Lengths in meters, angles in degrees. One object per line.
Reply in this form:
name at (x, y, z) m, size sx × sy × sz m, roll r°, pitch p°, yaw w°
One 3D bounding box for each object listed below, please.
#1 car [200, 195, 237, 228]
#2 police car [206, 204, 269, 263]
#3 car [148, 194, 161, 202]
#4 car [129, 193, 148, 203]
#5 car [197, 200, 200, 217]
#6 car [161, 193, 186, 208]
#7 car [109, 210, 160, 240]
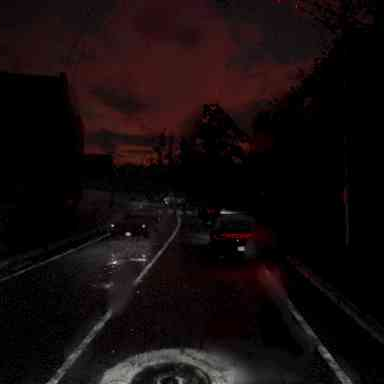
car at (1.905, 1.282, 22.512) m, size 2.150 × 2.045 × 5.566 m, roll 0°, pitch 0°, yaw 0°
police car at (1.593, 1.479, 12.444) m, size 1.930 × 1.638 × 5.238 m, roll 0°, pitch 0°, yaw 3°
car at (-6.637, 1.109, 59.922) m, size 2.033 × 1.411 × 5.357 m, roll 1°, pitch 1°, yaw -23°
car at (-9.843, 0.989, 58.296) m, size 2.128 × 1.511 × 4.902 m, roll 1°, pitch 1°, yaw -22°
car at (1.738, 1.267, 28.676) m, size 2.150 × 2.045 × 5.566 m, roll 0°, pitch 0°, yaw -3°
car at (-2.445, 1.094, 47.013) m, size 2.150 × 2.045 × 5.566 m, roll 1°, pitch 1°, yaw -17°
car at (-2.917, 1.651, 17.627) m, size 1.895 × 1.301 × 4.718 m, roll 0°, pitch 0°, yaw 1°
